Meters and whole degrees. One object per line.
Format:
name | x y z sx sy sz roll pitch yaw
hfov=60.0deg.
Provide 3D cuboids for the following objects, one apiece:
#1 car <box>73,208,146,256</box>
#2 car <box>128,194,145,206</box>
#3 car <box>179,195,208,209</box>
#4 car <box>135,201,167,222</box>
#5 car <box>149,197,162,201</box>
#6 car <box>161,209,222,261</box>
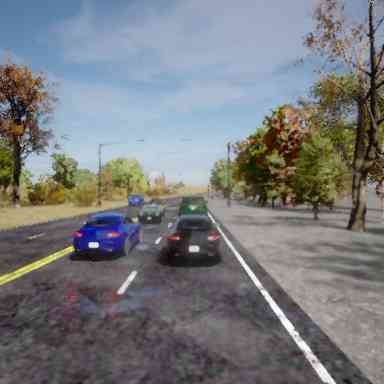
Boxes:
car | -3.173 1.565 13.131 1.812 1.442 4.674 0 0 1
car | -9.443 1.347 56.888 2.150 2.045 5.566 0 0 1
car | 0.118 1.286 26.304 2.150 2.045 5.566 0 0 1
car | -3.118 1.675 26.857 1.895 1.301 4.718 0 0 1
car | -6.198 1.630 56.925 1.837 1.490 4.892 0 0 1
car | 0.070 1.563 12.235 1.812 1.442 4.674 0 -1 0
